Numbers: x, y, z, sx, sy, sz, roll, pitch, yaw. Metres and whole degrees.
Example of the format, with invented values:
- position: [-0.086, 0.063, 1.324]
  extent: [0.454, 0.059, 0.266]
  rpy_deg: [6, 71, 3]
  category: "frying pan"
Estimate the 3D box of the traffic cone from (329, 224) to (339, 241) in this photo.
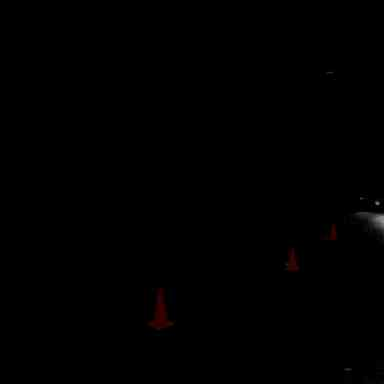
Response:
- position: [5.346, 1.505, 12.540]
  extent: [0.340, 0.580, 0.340]
  rpy_deg: [-1, 3, 31]
  category: "traffic cone"

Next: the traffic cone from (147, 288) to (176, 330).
- position: [-0.507, 1.888, 5.485]
  extent: [0.340, 0.580, 0.340]
  rpy_deg: [-2, 1, -42]
  category: "traffic cone"

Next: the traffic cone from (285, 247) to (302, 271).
- position: [2.675, 1.743, 8.802]
  extent: [0.340, 0.580, 0.340]
  rpy_deg: [-1, 2, 40]
  category: "traffic cone"

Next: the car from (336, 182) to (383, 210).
- position: [10.794, 0.157, 21.381]
  extent: [2.128, 1.511, 4.902]
  rpy_deg: [-2, 5, 6]
  category: "car"
